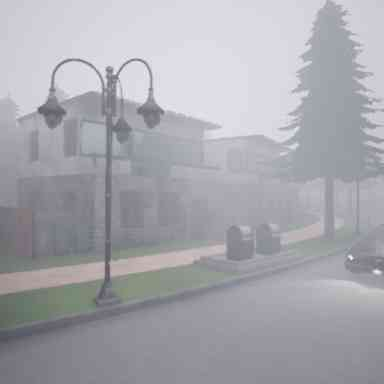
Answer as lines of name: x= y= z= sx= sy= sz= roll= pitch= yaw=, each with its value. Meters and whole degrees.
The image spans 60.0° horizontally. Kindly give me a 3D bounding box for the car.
car: x=6.604 y=1.738 z=10.628 sx=2.033 sy=1.411 sz=5.357 roll=0 pitch=-1 yaw=42
